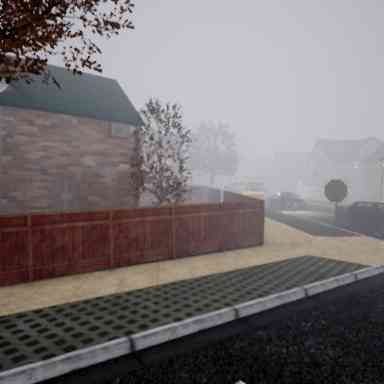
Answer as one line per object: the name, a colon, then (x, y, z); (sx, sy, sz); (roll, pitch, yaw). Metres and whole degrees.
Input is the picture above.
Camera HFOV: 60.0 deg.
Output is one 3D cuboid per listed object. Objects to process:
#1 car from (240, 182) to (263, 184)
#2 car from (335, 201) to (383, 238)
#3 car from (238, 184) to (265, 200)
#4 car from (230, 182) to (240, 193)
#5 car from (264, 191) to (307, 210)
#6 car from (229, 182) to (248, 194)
car: (9.198, -0.458, 49.279); (2.150, 2.045, 5.566); (1, 2, -4)
car: (8.481, 1.126, 14.951); (2.033, 1.411, 5.357); (1, 2, -4)
car: (6.986, 0.170, 37.932); (1.882, 1.535, 5.008); (1, 2, -4)
car: (6.097, -0.724, 53.042); (2.128, 1.511, 4.902); (1, 2, -4)
car: (7.684, 0.670, 27.056); (1.994, 1.385, 4.181); (1, 2, -4)
car: (8.437, -0.872, 61.007); (2.150, 2.045, 5.566); (1, 2, -4)
